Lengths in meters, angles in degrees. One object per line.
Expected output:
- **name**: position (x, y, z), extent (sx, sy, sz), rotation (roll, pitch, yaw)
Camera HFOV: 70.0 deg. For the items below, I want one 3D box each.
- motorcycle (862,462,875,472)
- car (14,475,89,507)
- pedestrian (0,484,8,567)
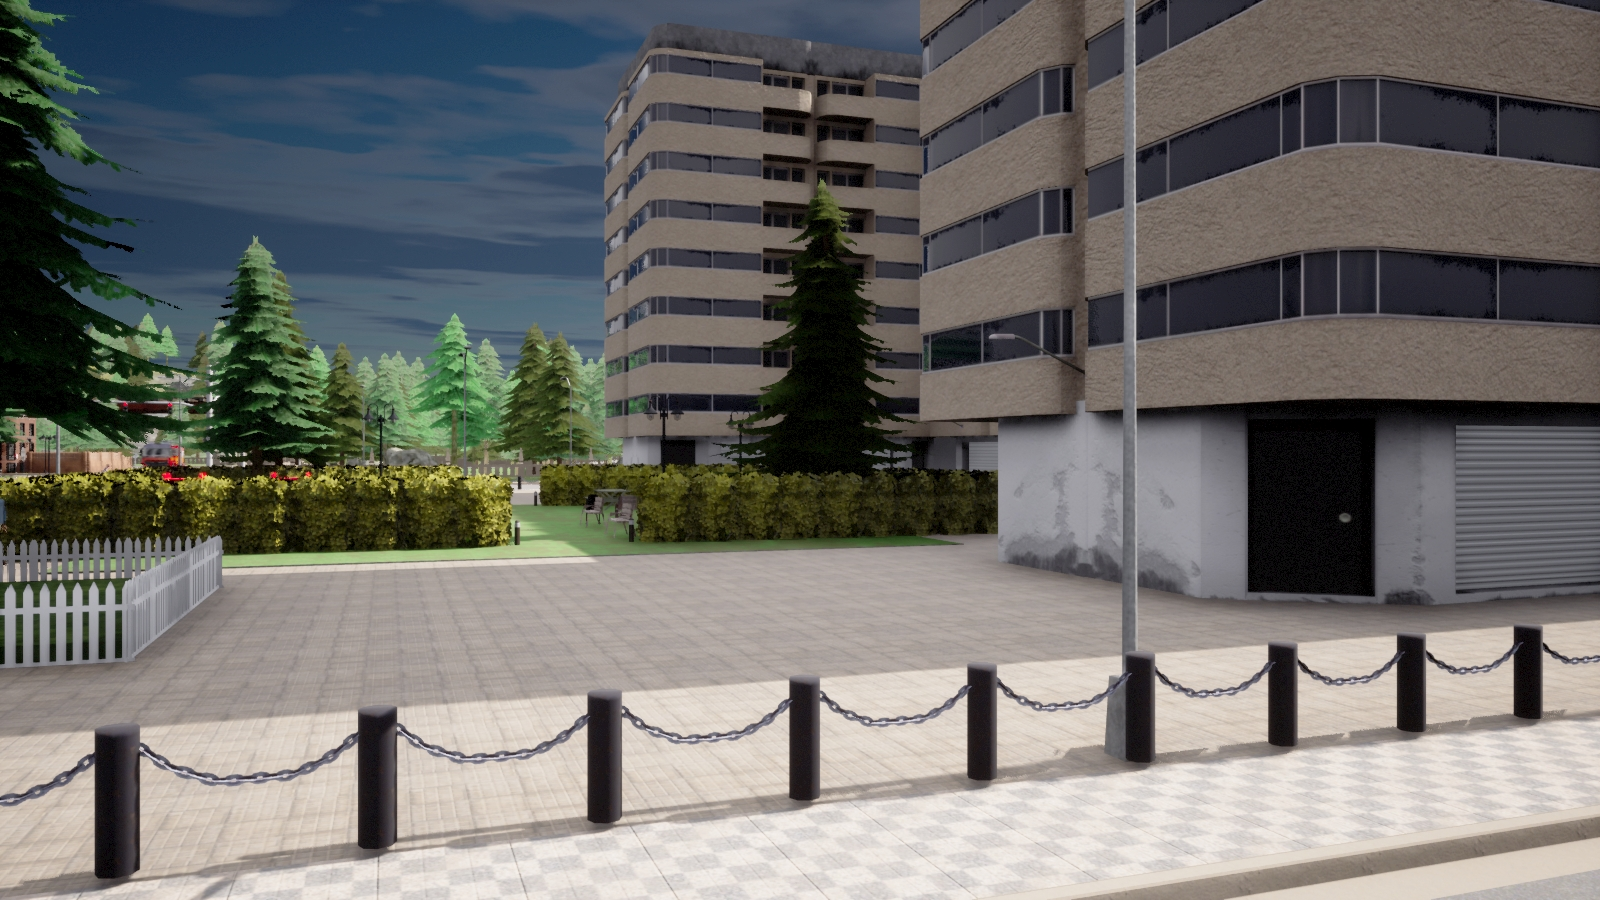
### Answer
- **motorcycle**: position (8.414, 2.130, 140.587), extent (0.803, 1.199, 2.033), rotation (0, 0, -19)
- **car**: position (-38.243, 2.063, 58.523), extent (2.163, 1.488, 4.792), rotation (0, 0, -20)
- **pedestrian**: position (-18.037, 1.692, 25.545), extent (0.375, 1.860, 0.375), rotation (0, 0, 15)
